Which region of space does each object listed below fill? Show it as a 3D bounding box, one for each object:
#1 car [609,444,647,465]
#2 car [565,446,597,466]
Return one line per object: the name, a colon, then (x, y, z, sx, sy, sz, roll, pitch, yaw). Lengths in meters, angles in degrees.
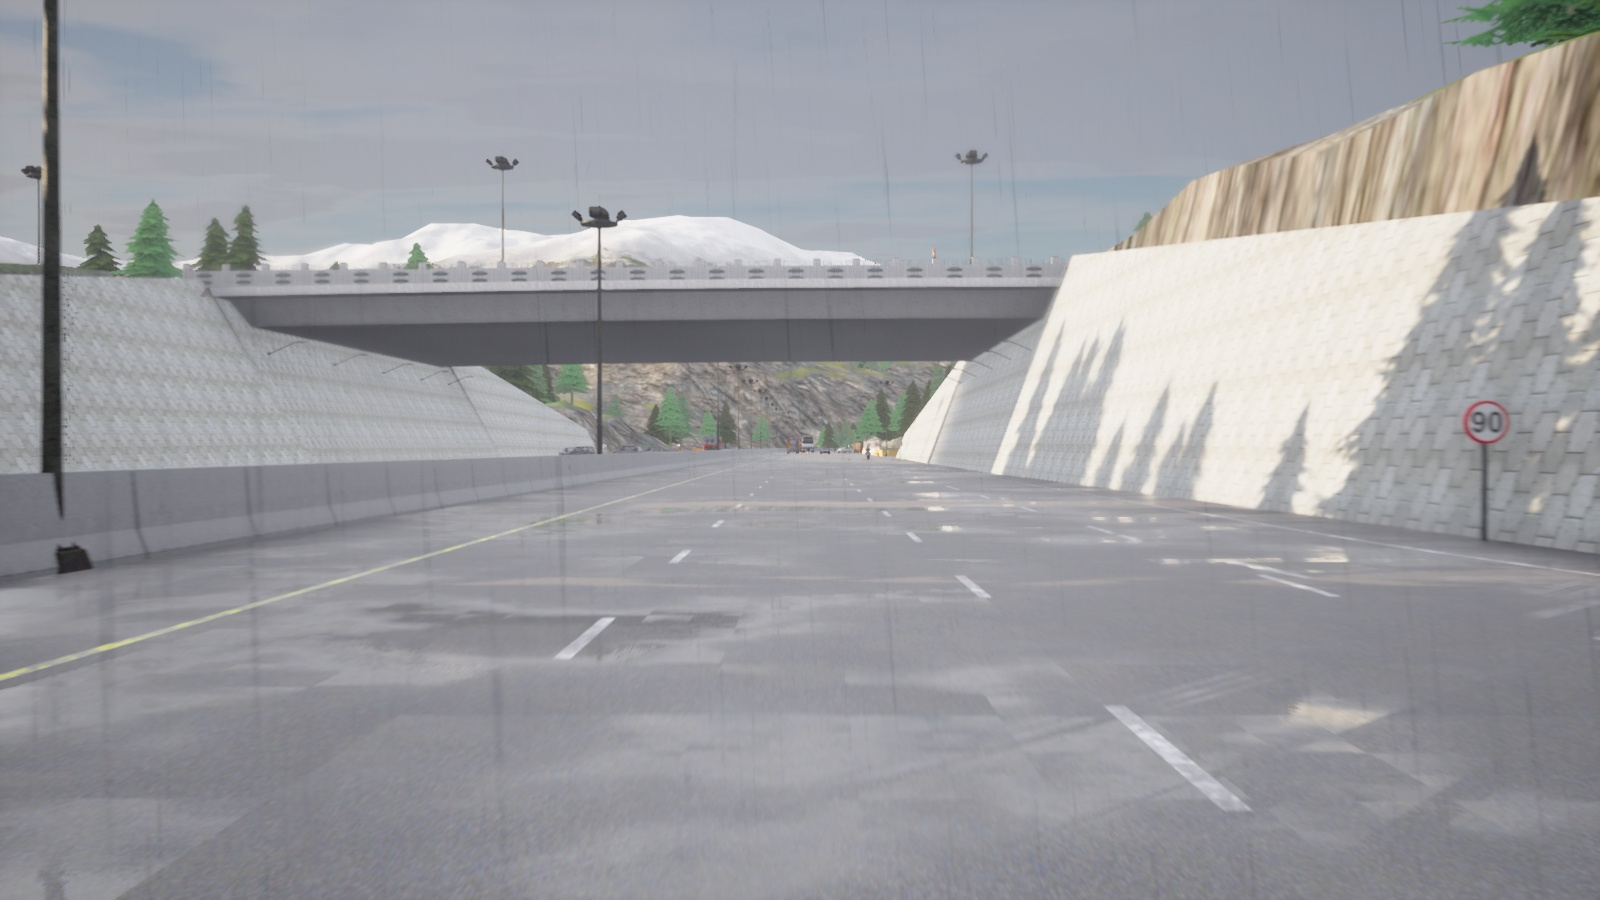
car: (-13.414, 0.340, 98.184, 2.242, 1.667, 4.611, 0, 0, 0)
car: (-16.921, 0.474, 97.142, 1.789, 1.549, 3.705, 0, 0, 0)
